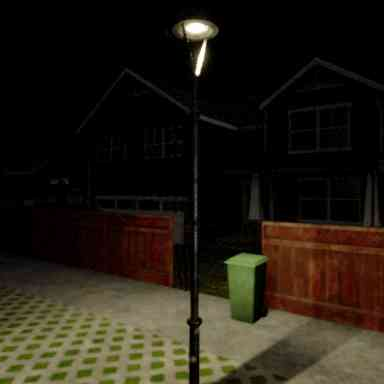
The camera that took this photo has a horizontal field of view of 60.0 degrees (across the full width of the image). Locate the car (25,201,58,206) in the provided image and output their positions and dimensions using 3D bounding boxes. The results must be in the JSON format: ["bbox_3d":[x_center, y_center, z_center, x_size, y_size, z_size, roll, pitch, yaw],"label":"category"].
[{"bbox_3d":[-14.722,1.668,32.148,2.128,1.511,4.902,0,0,15],"label":"car"}]
